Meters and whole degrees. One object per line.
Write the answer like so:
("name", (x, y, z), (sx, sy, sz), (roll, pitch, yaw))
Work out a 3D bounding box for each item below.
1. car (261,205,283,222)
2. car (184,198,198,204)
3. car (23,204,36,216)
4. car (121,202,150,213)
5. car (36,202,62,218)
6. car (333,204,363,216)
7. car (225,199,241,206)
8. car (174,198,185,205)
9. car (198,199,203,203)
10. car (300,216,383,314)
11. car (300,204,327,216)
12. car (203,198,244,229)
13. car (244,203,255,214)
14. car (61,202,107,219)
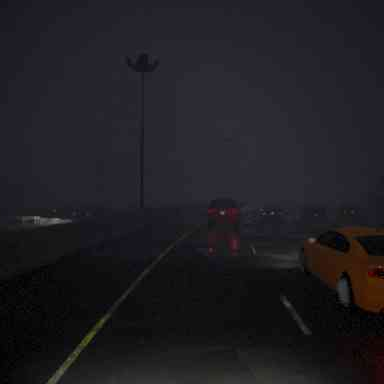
("car", (7.134, 1.833, 29.599), (2.033, 1.411, 5.357), (0, -1, 13))
("car", (0.799, 2.248, 72.907), (1.895, 1.301, 4.718), (0, -1, 28))
("car", (-16.470, 1.814, 36.827), (1.812, 1.442, 4.674), (0, -1, 14))
("car", (-5.941, 1.832, 35.736), (1.812, 1.442, 4.674), (0, -1, 15))
("car", (-13.468, 1.799, 34.315), (1.812, 1.442, 4.674), (0, -1, 13))
("car", (14.902, 1.874, 31.956), (2.033, 1.411, 5.357), (0, -1, 15))
("car", (9.195, 2.279, 73.692), (1.895, 1.301, 4.718), (0, -1, 30))
("car", (-2.225, 2.157, 74.672), (1.837, 1.490, 4.892), (0, -1, 28))
("car", (3.852, 2.126, 71.197), (1.882, 1.535, 5.008), (0, -1, 28))
("car", (3.983, 1.559, 7.829), (1.882, 1.535, 5.008), (0, -1, 4))
("car", (10.828, 1.775, 29.863), (1.882, 1.535, 5.008), (0, -1, 13))
("car", (2.419, 1.444, 23.898), (2.150, 2.045, 5.566), (0, 0, 10))
("car", (6.762, 1.991, 41.410), (1.895, 1.301, 4.718), (0, -1, 17))
("car", (-10.223, 1.760, 32.798), (2.128, 1.511, 4.902), (0, -1, 13))
